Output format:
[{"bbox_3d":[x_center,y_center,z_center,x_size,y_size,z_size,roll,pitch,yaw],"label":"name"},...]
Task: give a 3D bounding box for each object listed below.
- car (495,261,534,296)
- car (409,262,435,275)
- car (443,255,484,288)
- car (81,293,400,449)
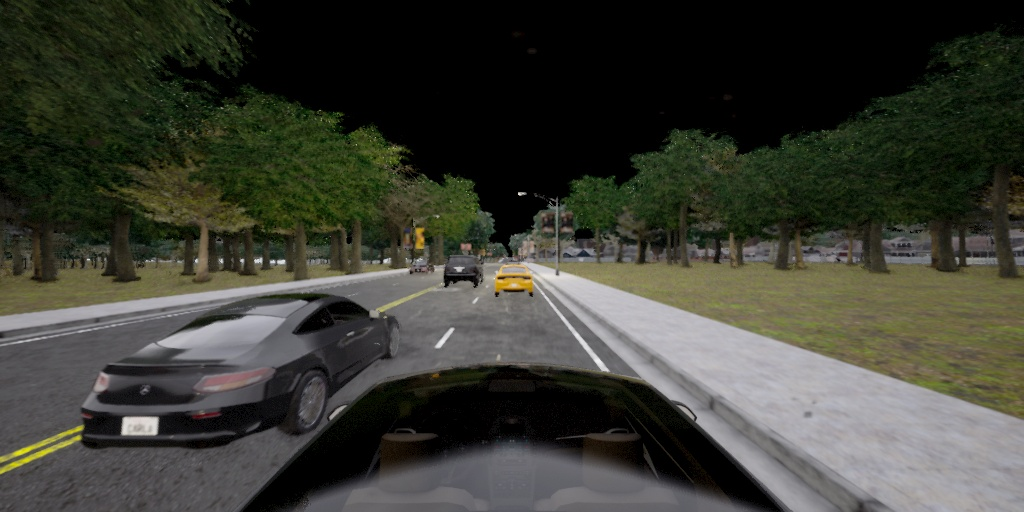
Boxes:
[{"bbox_3d":[0.103,1.211,19.156,1.882,1.535,5.008,0,0,0],"label":"car"},{"bbox_3d":[-9.745,1.339,39.103,1.994,1.385,4.181,0,0,0],"label":"car"},{"bbox_3d":[-3.147,0.954,24.025,2.150,2.045,5.566,0,0,0],"label":"car"},{"bbox_3d":[-3.148,1.272,5.338,1.812,1.442,4.674,0,0,0],"label":"car"}]
